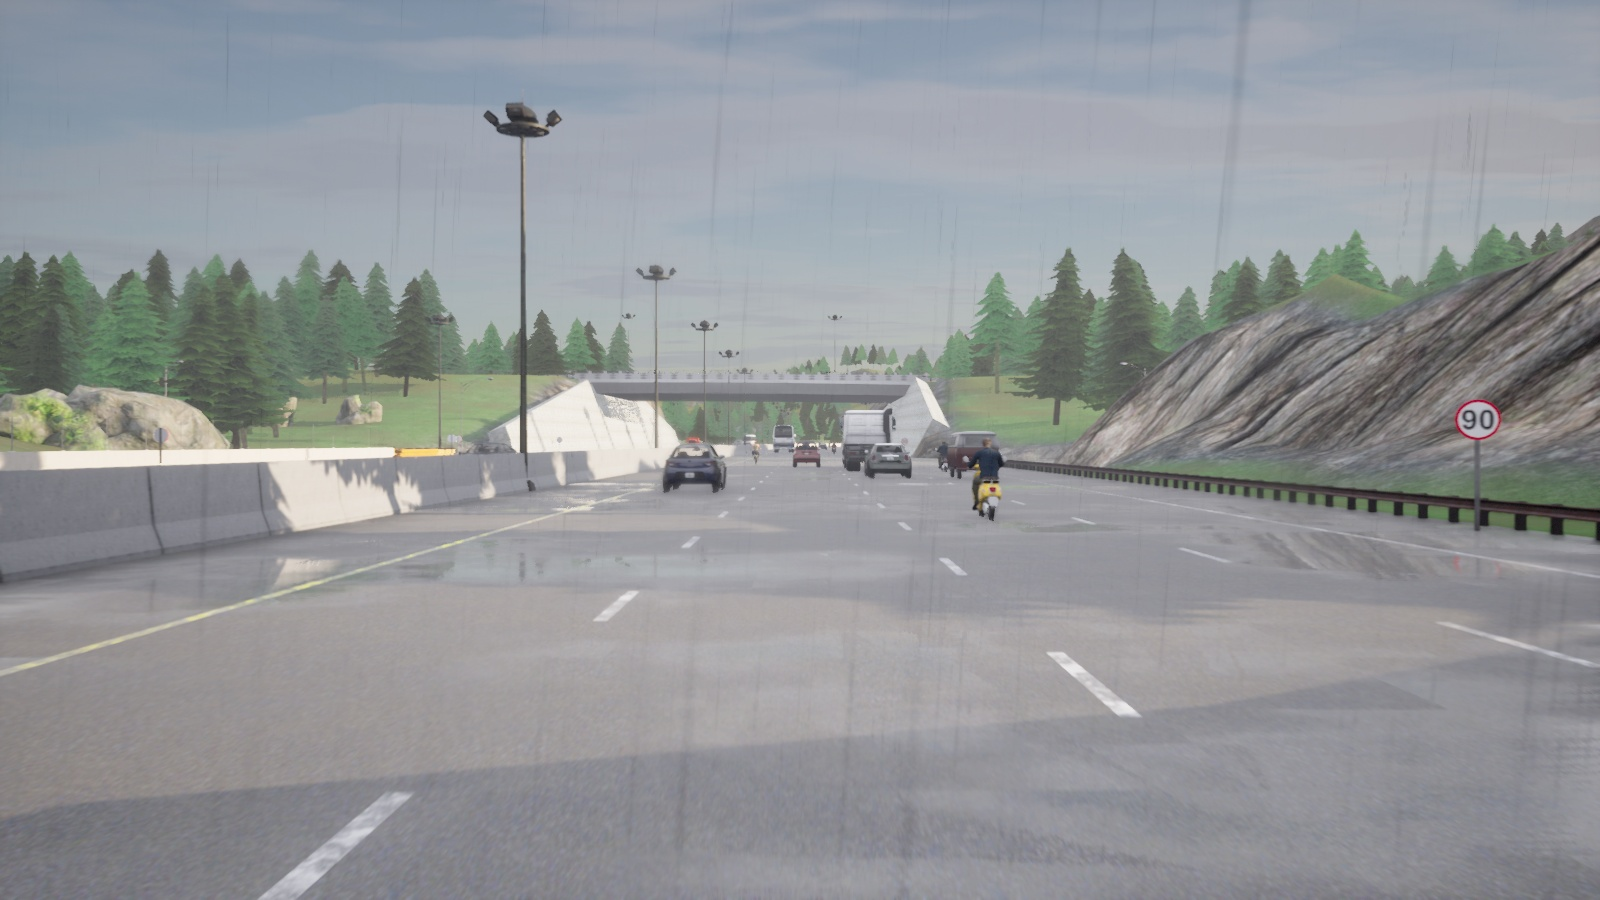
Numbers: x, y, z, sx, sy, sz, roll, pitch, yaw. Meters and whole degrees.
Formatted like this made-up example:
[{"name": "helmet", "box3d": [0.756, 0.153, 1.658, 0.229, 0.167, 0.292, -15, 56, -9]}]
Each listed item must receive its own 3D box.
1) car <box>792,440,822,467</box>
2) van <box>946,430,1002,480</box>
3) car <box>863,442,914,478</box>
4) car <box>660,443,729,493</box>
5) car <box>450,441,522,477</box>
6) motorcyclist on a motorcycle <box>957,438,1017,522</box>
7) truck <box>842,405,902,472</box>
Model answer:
[{"name": "car", "box3d": [0.426, 0.198, 79.193, 1.851, 1.617, 3.988, 0, 0, 0]}, {"name": "van", "box3d": [7.291, 0.203, 53.094, 1.775, 1.987, 4.442, 0, 0, 0]}, {"name": "car", "box3d": [3.798, 0.408, 54.494, 1.970, 1.475, 3.806, 0, 0, 0]}, {"name": "car", "box3d": [-3.278, 0.533, 39.776, 1.816, 1.474, 4.193, 0, 0, 0]}, {"name": "car", "box3d": [-13.699, 0.372, 55.114, 2.007, 1.525, 4.514, 0, 0, 0]}, {"name": "motorcyclist on a motorcycle", "box3d": [3.638, 0.564, 24.577, 0.866, 1.590, 1.817, 0, 0, -1]}, {"name": "truck", "box3d": [3.877, -0.624, 69.583, 2.891, 3.462, 7.936, 0, 0, 0]}]
